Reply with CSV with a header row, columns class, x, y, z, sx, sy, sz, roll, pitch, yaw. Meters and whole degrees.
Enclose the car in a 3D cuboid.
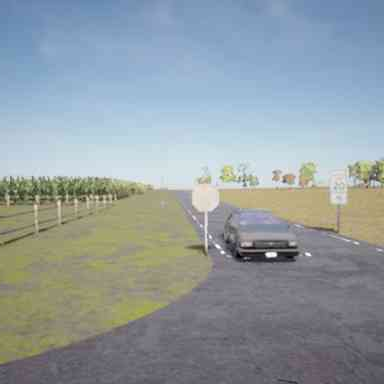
class,x,y,z,sx,sy,sz,roll,pitch,yaw
car,2.242,1.353,12.106,2.033,1.411,5.357,0,1,0
